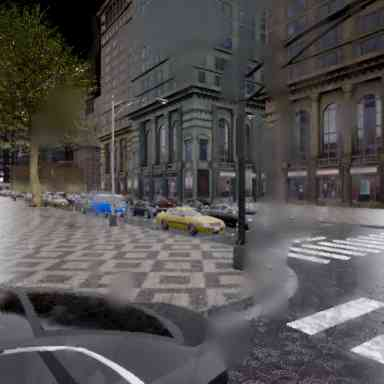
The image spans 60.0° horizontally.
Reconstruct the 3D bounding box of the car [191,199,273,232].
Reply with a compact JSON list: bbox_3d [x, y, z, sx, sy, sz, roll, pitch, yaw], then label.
[{"bbox_3d":[2.348,1.375,18.781,2.128,1.511,4.902,0,1,-35],"label":"car"}]

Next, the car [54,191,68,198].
[{"bbox_3d":[-28.992,0.595,73.322,1.887,1.381,4.507,1,0,-35],"label":"car"}]

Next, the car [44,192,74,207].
[{"bbox_3d":[-16.405,1.055,40.735,1.752,1.417,4.829,1,0,-35],"label":"car"}]

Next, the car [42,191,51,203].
[{"bbox_3d":[-19.744,0.996,45.461,2.008,1.369,4.403,1,0,-35],"label":"car"}]

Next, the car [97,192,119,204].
[{"bbox_3d":[-12.783,0.888,50.386,1.967,1.590,4.097,1,0,-35],"label":"car"}]

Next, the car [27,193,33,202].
[{"bbox_3d":[-22.986,0.915,50.049,2.008,1.369,4.403,1,0,-35],"label":"car"}]

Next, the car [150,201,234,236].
[{"bbox_3d":[-0.194,1.402,17.787,1.752,1.417,4.829,1,0,-35],"label":"car"}]

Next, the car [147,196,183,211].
[{"bbox_3d":[-3.059,1.231,36.620,1.887,1.381,4.507,1,0,-35],"label":"car"}]

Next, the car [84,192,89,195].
[{"bbox_3d":[-9.190,0.875,35.133,2.150,2.045,5.566,0,1,-35],"label":"car"}]

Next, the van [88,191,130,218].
[{"bbox_3d":[-6.775,1.095,27.106,1.690,1.788,3.998,1,0,-35],"label":"van"}]

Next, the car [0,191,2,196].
[{"bbox_3d":[-45.675,0.258,82.162,1.967,1.590,4.097,1,0,-35],"label":"car"}]

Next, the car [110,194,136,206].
[{"bbox_3d":[-9.544,1.081,45.799,2.008,1.369,4.403,1,0,-35],"label":"car"}]

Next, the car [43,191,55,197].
[{"bbox_3d":[-35.475,0.479,82.496,1.802,1.307,4.206,1,0,-35],"label":"car"}]

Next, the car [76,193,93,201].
[{"bbox_3d":[-19.269,0.868,59.560,1.802,1.307,4.206,1,0,-35],"label":"car"}]

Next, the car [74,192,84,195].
[{"bbox_3d":[-15.072,1.034,43.531,1.812,1.442,4.674,0,1,-34],"label":"car"}]

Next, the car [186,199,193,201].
[{"bbox_3d":[0.181,1.322,32.033,1.947,1.339,4.313,1,0,-35],"label":"car"}]

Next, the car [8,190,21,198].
[{"bbox_3d":[-35.950,0.487,68.399,1.967,1.590,4.097,1,0,-35],"label":"car"}]

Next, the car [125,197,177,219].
[{"bbox_3d":[-3.373,1.343,26.890,1.994,1.385,4.181,0,1,-35],"label":"car"}]

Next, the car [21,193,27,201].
[{"bbox_3d":[-26.227,0.834,54.636,2.008,1.369,4.403,1,0,-35],"label":"car"}]

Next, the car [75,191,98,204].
[{"bbox_3d":[-15.994,0.773,50.295,2.097,1.767,4.553,0,1,-35],"label":"car"}]

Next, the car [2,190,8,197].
[{"bbox_3d":[-42.433,0.334,77.574,1.967,1.590,4.097,1,0,-35],"label":"car"}]

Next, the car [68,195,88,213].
[{"bbox_3d":[-10.018,1.234,31.694,2.008,1.369,4.403,1,0,-35],"label":"car"}]

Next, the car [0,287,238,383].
[{"bbox_3d":[-1.937,1.504,1.839,4.892,1.490,1.837,0,0,-34],"label":"car"}]
